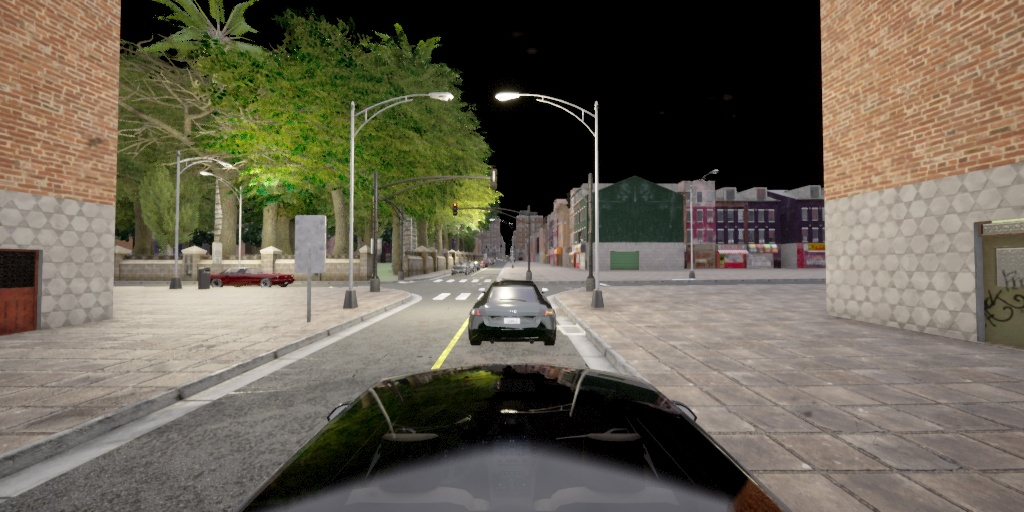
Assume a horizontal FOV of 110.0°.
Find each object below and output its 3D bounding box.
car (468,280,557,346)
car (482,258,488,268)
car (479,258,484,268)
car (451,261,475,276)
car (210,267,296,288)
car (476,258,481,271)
[{"bbox_3d":[0.035,1.317,9.448,1.994,1.385,4.181,0,0,1],"label":"car"},{"bbox_3d":[-5.570,1.416,61.941,1.802,1.307,4.207,0,0,0],"label":"car"},{"bbox_3d":[-5.504,1.370,51.042,1.948,1.339,4.313,0,0,0],"label":"car"},{"bbox_3d":[-5.455,1.332,38.456,2.007,1.370,4.403,0,0,0],"label":"car"},{"bbox_3d":[-16.094,1.341,22.052,4.718,1.301,1.895,0,-1,0],"label":"car"},{"bbox_3d":[-5.471,1.344,45.592,2.007,1.370,4.403,0,0,0],"label":"car"}]
